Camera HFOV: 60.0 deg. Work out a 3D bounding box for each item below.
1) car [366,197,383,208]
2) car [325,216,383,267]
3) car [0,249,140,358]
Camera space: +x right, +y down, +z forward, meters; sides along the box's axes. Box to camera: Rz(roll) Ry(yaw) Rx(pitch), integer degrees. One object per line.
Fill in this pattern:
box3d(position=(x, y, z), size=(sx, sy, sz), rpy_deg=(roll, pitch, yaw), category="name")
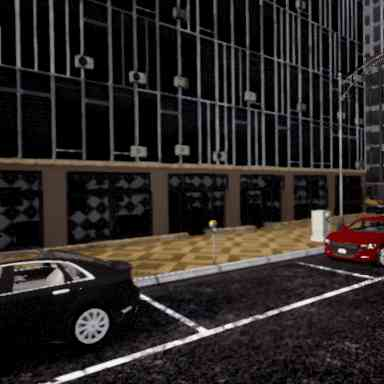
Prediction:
box3d(position=(20.939, 1.134, 41.029), size=(1.752, 1.417, 4.829), rpy_deg=(-1, 1, -35), category="car")
box3d(position=(6.295, 1.502, 11.200), size=(4.507, 1.381, 1.887), rpy_deg=(0, -1, -35), category="car")
box3d(position=(-2.891, 1.551, 4.638), size=(4.403, 1.369, 2.008), rpy_deg=(0, -1, -35), category="car")
